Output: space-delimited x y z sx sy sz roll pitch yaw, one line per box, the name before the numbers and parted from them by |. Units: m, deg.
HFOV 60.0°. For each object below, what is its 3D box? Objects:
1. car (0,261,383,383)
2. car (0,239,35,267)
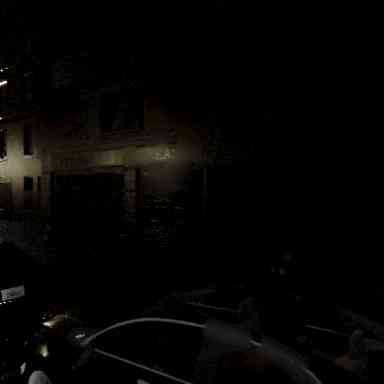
car | 0.174 1.534 2.949 4.403 1.369 2.008 0 0 35
car | -4.336 1.523 6.137 4.313 1.339 1.947 0 0 35
